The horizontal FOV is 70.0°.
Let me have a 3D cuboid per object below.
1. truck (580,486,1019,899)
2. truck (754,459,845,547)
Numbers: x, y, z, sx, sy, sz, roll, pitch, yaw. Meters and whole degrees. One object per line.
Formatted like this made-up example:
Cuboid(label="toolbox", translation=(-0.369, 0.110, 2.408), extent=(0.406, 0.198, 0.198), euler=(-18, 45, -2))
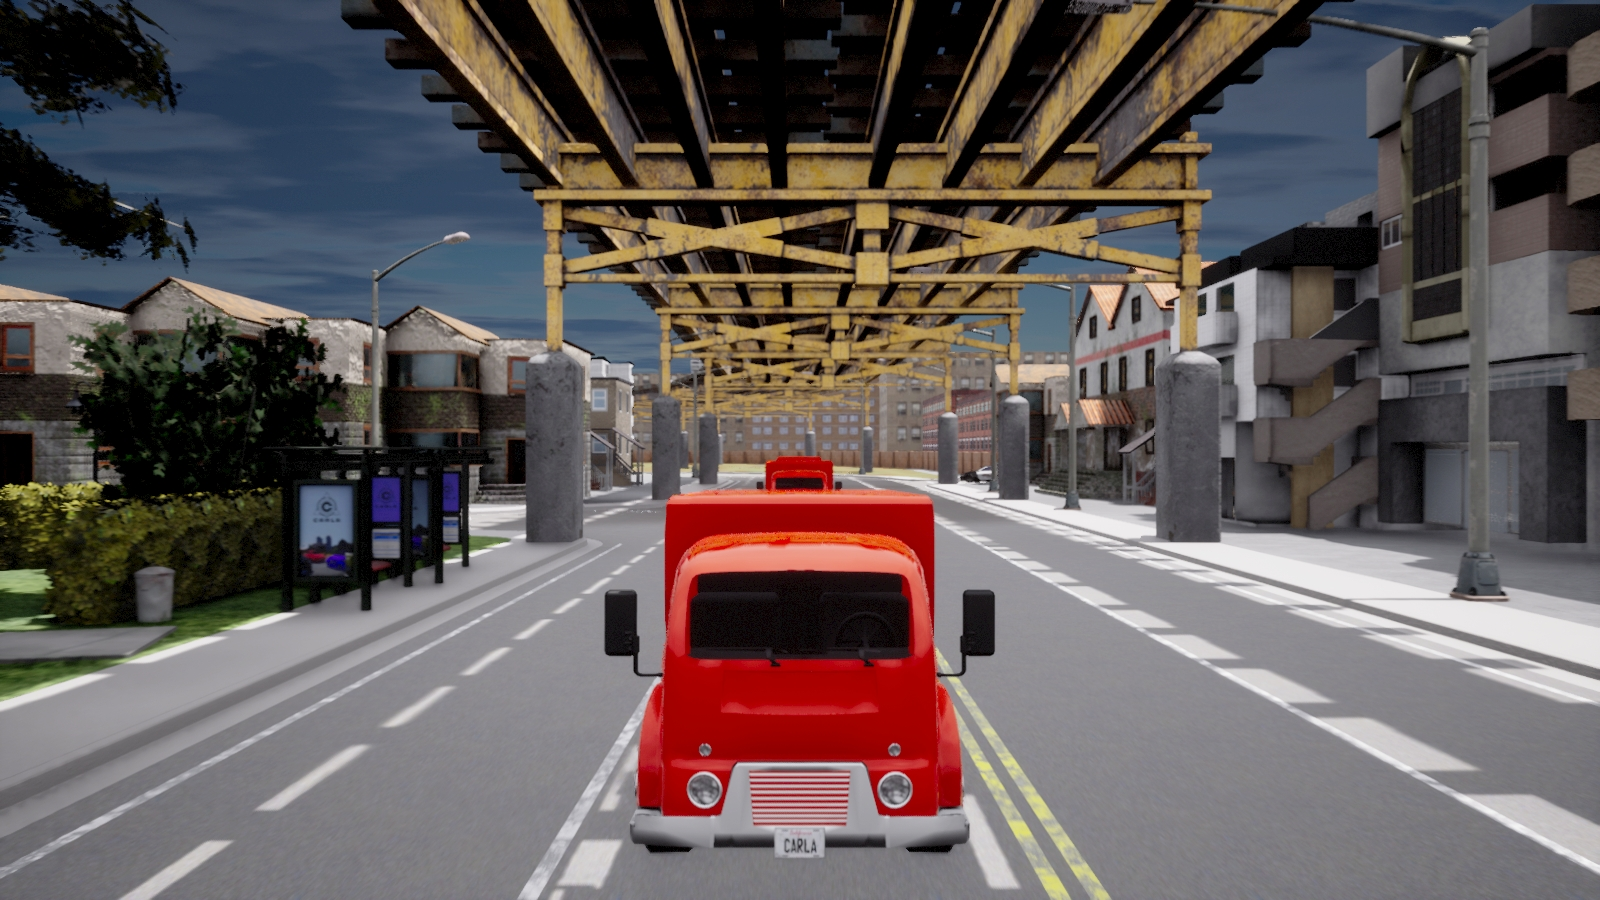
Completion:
Cuboid(label="truck", translation=(-0.005, 1.575, 9.462), extent=(2.627, 2.467, 5.204), euler=(0, -1, 0))
Cuboid(label="truck", translation=(-0.024, 1.548, 35.458), extent=(2.627, 2.467, 5.204), euler=(0, 0, 0))
